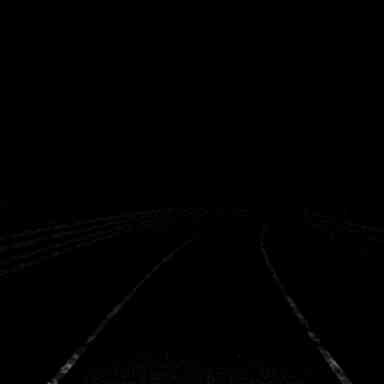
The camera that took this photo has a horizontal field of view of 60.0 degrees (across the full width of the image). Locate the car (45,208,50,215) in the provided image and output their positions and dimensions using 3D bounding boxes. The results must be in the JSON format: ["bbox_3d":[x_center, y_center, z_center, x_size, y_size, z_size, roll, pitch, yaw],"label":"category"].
[{"bbox_3d":[-18.580,2.585,47.265,1.994,1.385,4.181,-3,-5,44],"label":"car"}]

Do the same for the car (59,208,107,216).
[{"bbox_3d":[-13.543,2.319,42.412,2.033,1.411,5.357,-3,-5,44],"label":"car"}]

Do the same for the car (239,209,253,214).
[{"bbox_3d":[12.784,4.596,79.908,1.837,1.490,4.892,-3,-5,44],"label":"car"}]

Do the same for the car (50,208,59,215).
[{"bbox_3d":[-16.070,2.428,44.831,1.812,1.442,4.674,-3,-5,44],"label":"car"}]
